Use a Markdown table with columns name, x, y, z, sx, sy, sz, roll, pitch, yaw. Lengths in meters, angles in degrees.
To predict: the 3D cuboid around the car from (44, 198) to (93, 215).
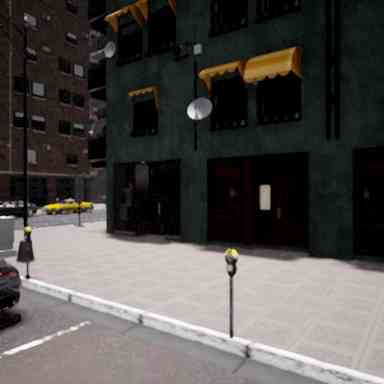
| name | x | y | z | sx | sy | sz | roll | pitch | yaw |
| --- | --- | --- | --- | --- | --- | --- | --- | --- | --- |
| car | -11.512 | 1.271 | 30.890 | 1.752 | 1.417 | 4.829 | 1 | 1 | 35 |

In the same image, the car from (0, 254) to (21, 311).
| name | x | y | z | sx | sy | sz | roll | pitch | yaw |
| --- | --- | --- | --- | --- | --- | --- | --- | --- | --- |
| car | -5.031 | 1.557 | 6.457 | 4.403 | 1.369 | 2.008 | 0 | 0 | 35 |

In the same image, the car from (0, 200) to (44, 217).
| name | x | y | z | sx | sy | sz | roll | pitch | yaw |
| --- | --- | --- | --- | --- | --- | --- | --- | --- | --- |
| car | -14.601 | 1.371 | 26.464 | 2.008 | 1.369 | 4.403 | 1 | 1 | 35 |
